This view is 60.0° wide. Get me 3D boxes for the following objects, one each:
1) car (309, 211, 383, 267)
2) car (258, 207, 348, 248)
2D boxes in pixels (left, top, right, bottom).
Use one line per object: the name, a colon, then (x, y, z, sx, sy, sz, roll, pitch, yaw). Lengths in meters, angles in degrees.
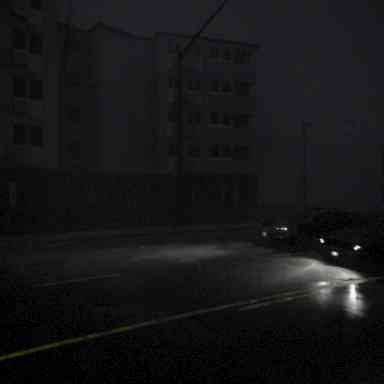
car: (6.790, 1.457, 10.907, 5.357, 1.411, 2.033, 0, 0, -20)
car: (5.148, 1.380, 13.981, 4.902, 1.511, 2.128, 0, 0, -21)
